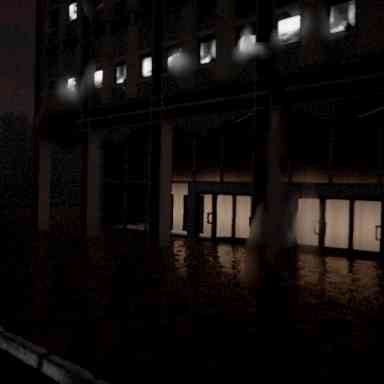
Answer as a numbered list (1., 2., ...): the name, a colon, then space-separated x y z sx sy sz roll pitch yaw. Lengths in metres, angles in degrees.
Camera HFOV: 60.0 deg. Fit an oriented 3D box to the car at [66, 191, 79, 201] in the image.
1. car: -18.667 0.581 55.677 2.097 1.767 4.553 2 1 38
